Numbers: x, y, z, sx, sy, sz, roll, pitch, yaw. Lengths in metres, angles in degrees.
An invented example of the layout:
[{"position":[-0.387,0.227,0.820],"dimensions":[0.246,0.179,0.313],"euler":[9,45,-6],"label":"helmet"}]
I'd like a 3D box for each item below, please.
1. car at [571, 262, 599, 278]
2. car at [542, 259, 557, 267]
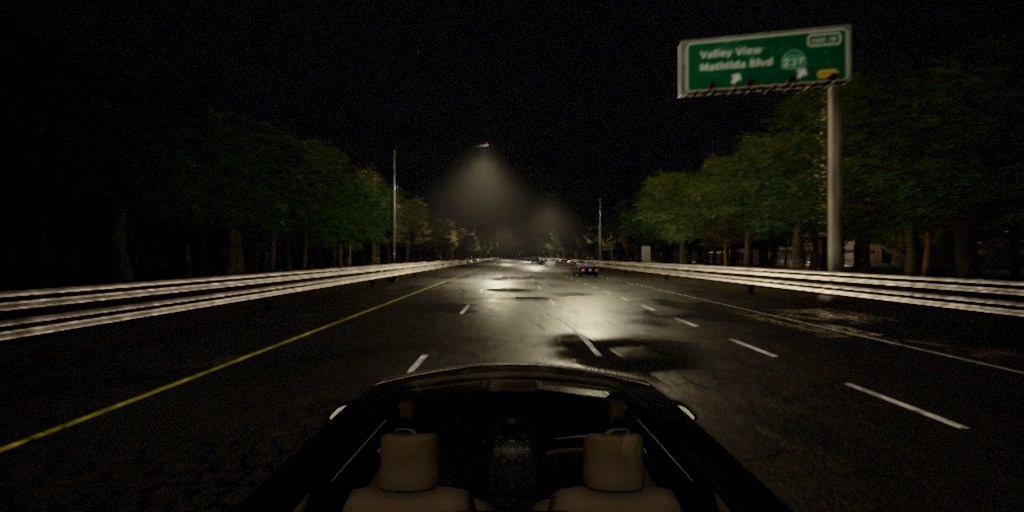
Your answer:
[{"position":[6.989,1.310,34.616],"dimensions":[2.033,1.411,5.357],"euler":[0,0,0],"label":"car"},{"position":[6.985,1.311,64.492],"dimensions":[1.812,1.442,4.674],"euler":[0,0,0],"label":"car"}]
